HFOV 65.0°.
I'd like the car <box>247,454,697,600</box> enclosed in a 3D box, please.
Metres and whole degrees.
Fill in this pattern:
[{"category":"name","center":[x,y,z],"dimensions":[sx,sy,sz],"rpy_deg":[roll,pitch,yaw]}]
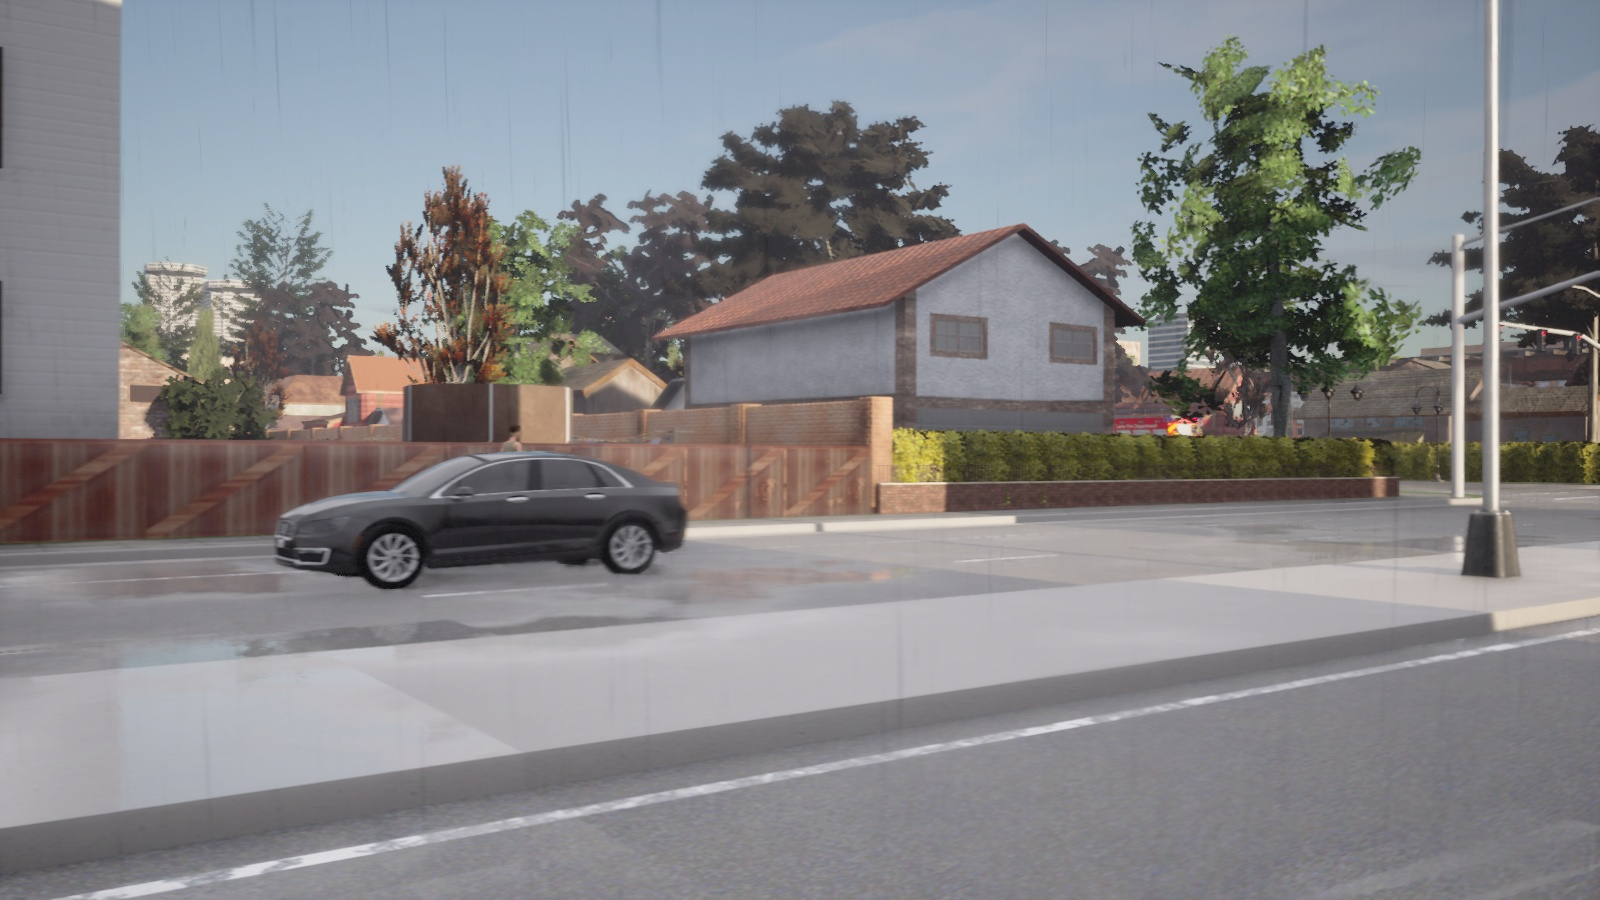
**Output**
[{"category":"car","center":[-3.820,0.796,15.062],"dimensions":[4.892,1.490,1.837],"rpy_deg":[0,0,-35]}]

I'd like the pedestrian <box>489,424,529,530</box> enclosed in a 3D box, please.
[{"category":"pedestrian","center":[-5.081,0.466,21.927],"dimensions":[0.345,1.836,0.594],"rpy_deg":[0,0,42]}]

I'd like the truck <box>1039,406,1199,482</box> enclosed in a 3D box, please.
[{"category":"truck","center":[17.074,-0.287,67.857],"dimensions":[2.891,3.827,8.468],"rpy_deg":[0,0,-36]}]
